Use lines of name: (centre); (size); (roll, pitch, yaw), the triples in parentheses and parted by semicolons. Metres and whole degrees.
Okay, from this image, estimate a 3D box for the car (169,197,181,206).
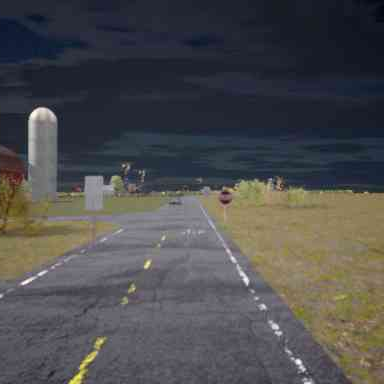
car: (-2.753, 1.555, 54.880); (1.994, 1.385, 4.181); (0, 1, 0)
